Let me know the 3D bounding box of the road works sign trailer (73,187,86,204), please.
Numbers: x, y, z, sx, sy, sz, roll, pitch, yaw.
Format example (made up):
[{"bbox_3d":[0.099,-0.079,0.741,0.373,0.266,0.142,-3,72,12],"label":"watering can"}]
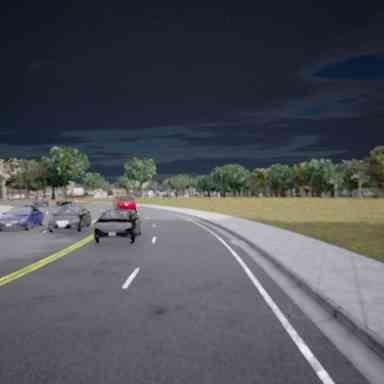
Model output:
[{"bbox_3d":[-24.579,0.758,71.739,2.880,3.560,2.380,0,0,43],"label":"road works sign trailer"}]

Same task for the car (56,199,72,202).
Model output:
[{"bbox_3d":[-22.709,1.891,59.090,1.895,1.301,4.718,0,0,-35],"label":"car"}]

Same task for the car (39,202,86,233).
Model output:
[{"bbox_3d":[-7.480,1.604,20.707,2.128,1.511,4.902,0,0,-8],"label":"car"}]

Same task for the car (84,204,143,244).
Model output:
[{"bbox_3d":[-3.546,1.578,16.473,2.128,1.511,4.902,0,0,-4],"label":"car"}]

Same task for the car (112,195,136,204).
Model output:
[{"bbox_3d":[-7.411,1.391,36.268,2.150,2.045,5.566,0,0,-17],"label":"car"}]

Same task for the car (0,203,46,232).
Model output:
[{"bbox_3d":[-10.833,1.647,21.340,1.812,1.442,4.674,0,0,-9],"label":"car"}]

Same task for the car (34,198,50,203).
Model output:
[{"bbox_3d":[-26.729,1.858,59.049,2.033,1.411,5.357,0,0,-37],"label":"car"}]
